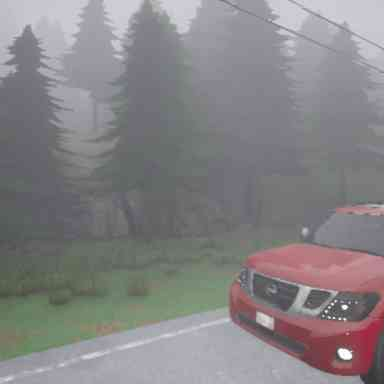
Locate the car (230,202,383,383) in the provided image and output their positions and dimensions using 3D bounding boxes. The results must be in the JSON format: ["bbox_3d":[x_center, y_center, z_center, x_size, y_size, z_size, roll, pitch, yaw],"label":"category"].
[{"bbox_3d":[3.276,1.205,5.422,5.566,2.045,2.150,0,0,-30],"label":"car"}]
